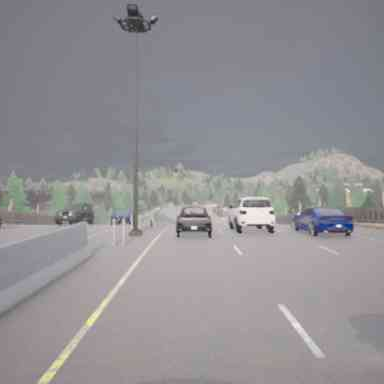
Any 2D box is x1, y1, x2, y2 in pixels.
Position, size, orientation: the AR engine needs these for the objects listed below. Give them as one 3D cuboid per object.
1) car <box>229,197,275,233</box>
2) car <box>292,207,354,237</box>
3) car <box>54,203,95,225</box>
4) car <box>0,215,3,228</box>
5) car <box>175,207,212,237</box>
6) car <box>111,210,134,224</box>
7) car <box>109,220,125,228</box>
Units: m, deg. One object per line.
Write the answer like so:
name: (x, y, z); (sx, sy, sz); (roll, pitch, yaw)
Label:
car: (3.607, 1.390, 20.773); (2.150, 2.045, 5.566); (0, -2, 0)
car: (7.105, 1.569, 18.560); (1.882, 1.535, 5.008); (0, -2, 0)
car: (-10.586, 1.980, 30.511); (2.150, 2.045, 5.566); (0, -5, 0)
car: (-14.089, 1.759, 21.382); (1.994, 1.385, 4.181); (0, -2, 0)
car: (0.105, 1.577, 18.370); (2.128, 1.511, 4.902); (0, -2, 0)
car: (-7.077, 2.619, 34.739); (1.882, 1.535, 5.008); (0, -6, 0)
car: (-13.993, 6.039, 62.449); (1.812, 1.442, 4.674); (0, -7, 0)
